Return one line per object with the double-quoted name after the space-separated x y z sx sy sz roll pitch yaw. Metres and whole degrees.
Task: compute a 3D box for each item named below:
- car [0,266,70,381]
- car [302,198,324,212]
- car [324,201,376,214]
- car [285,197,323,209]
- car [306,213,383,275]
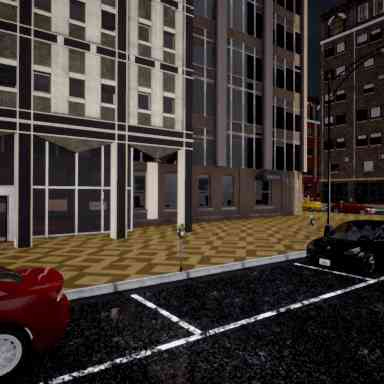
-3.808 1.545 3.837 4.507 1.381 1.887 0 0 -36 "car"
12.271 1.467 36.600 1.752 1.417 4.829 0 0 -36 "car"
15.480 1.535 32.142 1.802 1.307 4.206 0 0 -36 "car"
15.563 1.500 46.369 1.752 1.417 4.829 0 0 -36 "car"
5.441 1.567 10.462 4.313 1.339 1.947 0 0 -36 "car"
